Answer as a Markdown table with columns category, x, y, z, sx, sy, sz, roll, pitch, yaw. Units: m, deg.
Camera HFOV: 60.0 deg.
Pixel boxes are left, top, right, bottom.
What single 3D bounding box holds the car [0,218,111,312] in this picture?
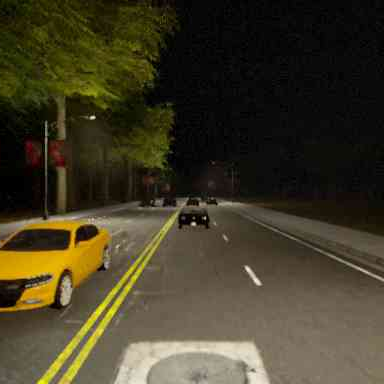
| category | x | y | z | sx | sy | sz | roll | pitch | yaw |
| --- | --- | --- | --- | --- | --- | --- | --- | --- | --- |
| car | -3.348 | 1.472 | 8.018 | 1.882 | 1.535 | 5.008 | 0 | 0 | 0 |

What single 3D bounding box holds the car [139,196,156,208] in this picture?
| category | x | y | z | sx | sy | sz | roll | pitch | yaw |
| --- | --- | --- | --- | --- | --- | --- | --- | --- | --- |
| car | -6.552 | 1.355 | 49.200 | 2.097 | 1.767 | 4.553 | 0 | 0 | 0 |

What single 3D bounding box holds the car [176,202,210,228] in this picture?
| category | x | y | z | sx | sy | sz | roll | pitch | yaw |
| --- | --- | --- | --- | --- | --- | --- | --- | --- | --- |
| car | 0.106 | 1.592 | 21.887 | 1.895 | 1.301 | 4.718 | 0 | 0 | 0 |

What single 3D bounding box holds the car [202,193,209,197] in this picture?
| category | x | y | z | sx | sy | sz | roll | pitch | yaw |
| --- | --- | --- | --- | --- | --- | --- | --- | --- | --- |
| car | 3.278 | 1.285 | 80.158 | 2.150 | 2.045 | 5.566 | 0 | 0 | 0 |

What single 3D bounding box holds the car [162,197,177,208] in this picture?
| category | x | y | z | sx | sy | sz | roll | pitch | yaw |
| --- | --- | --- | --- | --- | --- | --- | --- | --- | --- |
| car | -3.304 | 1.480 | 49.308 | 1.882 | 1.535 | 5.008 | 0 | 0 | 0 |

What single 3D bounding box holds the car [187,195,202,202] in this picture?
| category | x | y | z | sx | sy | sz | roll | pitch | yaw |
| --- | --- | --- | --- | --- | --- | --- | --- | --- | --- |
| car | 0.118 | 1.569 | 52.016 | 1.994 | 1.385 | 4.181 | 0 | 0 | 0 |

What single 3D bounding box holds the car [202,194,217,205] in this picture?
| category | x | y | z | sx | sy | sz | roll | pitch | yaw |
| --- | --- | --- | --- | --- | --- | --- | --- | --- | --- |
| car | 3.370 | 1.558 | 57.631 | 2.033 | 1.411 | 5.357 | 0 | 0 | 0 |
